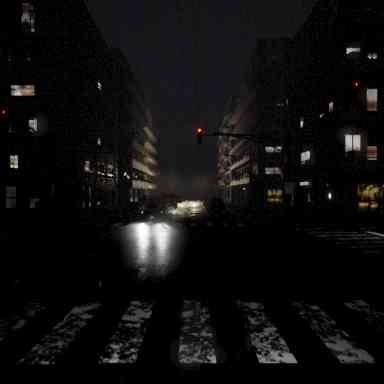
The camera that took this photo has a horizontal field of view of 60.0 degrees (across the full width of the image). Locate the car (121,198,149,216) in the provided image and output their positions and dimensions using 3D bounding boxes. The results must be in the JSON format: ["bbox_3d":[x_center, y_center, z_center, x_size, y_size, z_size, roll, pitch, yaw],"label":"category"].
[{"bbox_3d":[-5.660,1.572,32.239,1.947,1.339,4.313,0,0,0],"label":"car"}]

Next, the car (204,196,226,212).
[{"bbox_3d":[2.726,1.448,37.916,1.967,1.590,4.097,0,0,0],"label":"car"}]

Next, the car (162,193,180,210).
[{"bbox_3d":[-3.060,1.227,44.076,2.150,2.045,5.566,0,1,0],"label":"car"}]

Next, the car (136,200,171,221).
[{"bbox_3d":[-3.020,1.605,27.016,1.895,1.301,4.718,0,0,-1],"label":"car"}]

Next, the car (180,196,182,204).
[{"bbox_3d":[-2.941,1.372,64.717,2.097,1.767,4.553,0,0,0],"label":"car"}]

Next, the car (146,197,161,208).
[{"bbox_3d":[-5.644,1.539,49.117,1.752,1.417,4.829,0,0,0],"label":"car"}]

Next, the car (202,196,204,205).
[{"bbox_3d":[2.731,1.451,43.598,1.967,1.590,4.097,0,0,0],"label":"car"}]

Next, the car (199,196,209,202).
[{"bbox_3d":[2.763,1.584,77.693,2.008,1.369,4.403,0,0,0],"label":"car"}]

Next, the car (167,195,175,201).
[{"bbox_3d":[-5.607,1.594,89.063,2.008,1.369,4.403,0,0,0],"label":"car"}]

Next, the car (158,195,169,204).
[{"bbox_3d":[-5.628,1.464,66.335,1.967,1.590,4.097,0,0,0],"label":"car"}]

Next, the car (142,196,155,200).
[{"bbox_3d":[-5.655,1.533,37.752,1.752,1.417,4.829,0,0,0],"label":"car"}]

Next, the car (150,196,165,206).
[{"bbox_3d":[-5.638,1.457,54.969,1.967,1.590,4.097,0,0,0],"label":"car"}]

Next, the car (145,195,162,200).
[{"bbox_3d":[-5.649,1.326,43.604,2.192,1.841,5.009,0,0,0],"label":"car"}]

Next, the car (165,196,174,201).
[{"bbox_3d":[-5.612,1.589,83.380,2.008,1.369,4.403,0,0,0],"label":"car"}]

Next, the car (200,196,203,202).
[{"bbox_3d":[2.742,1.598,54.963,1.802,1.307,4.206,0,0,0],"label":"car"}]
